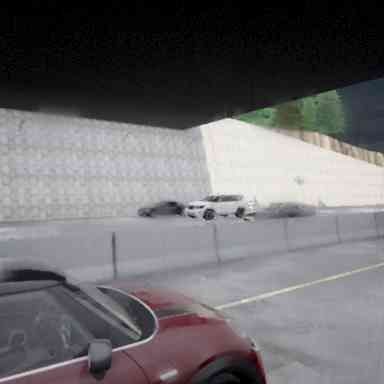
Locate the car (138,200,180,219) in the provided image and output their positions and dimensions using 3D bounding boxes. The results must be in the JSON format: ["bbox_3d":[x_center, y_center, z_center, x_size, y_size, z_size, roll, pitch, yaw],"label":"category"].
[{"bbox_3d":[-2.254,1.444,28.132,4.674,1.442,1.812,0,0,-36],"label":"car"}]

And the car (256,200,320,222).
[{"bbox_3d":[7.780,1.452,26.669,5.357,1.411,2.033,0,0,-35],"label":"car"}]

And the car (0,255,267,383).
[{"bbox_3d":[-1.507,1.347,2.677,4.553,1.767,2.097,0,0,-35],"label":"car"}]

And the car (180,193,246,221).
[{"bbox_3d":[2.134,1.136,26.965,5.566,2.045,2.150,0,0,-35],"label":"car"}]

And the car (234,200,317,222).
[{"bbox_3d":[5.295,1.419,20.625,4.902,1.511,2.128,0,0,-35],"label":"car"}]
